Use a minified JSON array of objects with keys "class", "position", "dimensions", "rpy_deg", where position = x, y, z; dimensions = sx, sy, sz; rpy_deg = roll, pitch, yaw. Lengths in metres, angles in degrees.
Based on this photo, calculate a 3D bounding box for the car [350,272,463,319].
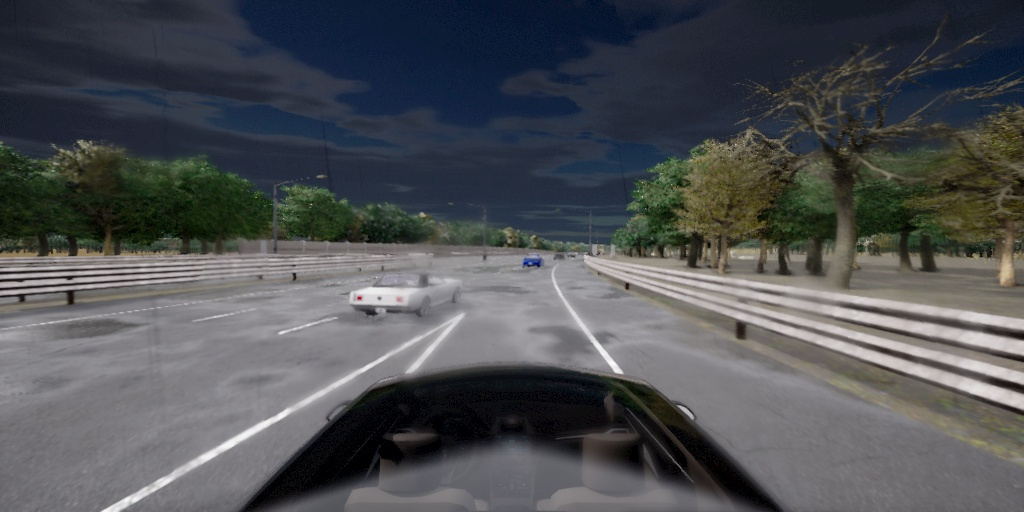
[{"class":"car","position":[-3.184,1.166,12.014],"dimensions":[1.895,1.301,4.718],"rpy_deg":[0,1,11]}]

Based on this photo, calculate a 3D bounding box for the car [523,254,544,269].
[{"class":"car","position":[2.457,0.563,40.081],"dimensions":[1.882,1.535,5.008],"rpy_deg":[0,1,12]}]
